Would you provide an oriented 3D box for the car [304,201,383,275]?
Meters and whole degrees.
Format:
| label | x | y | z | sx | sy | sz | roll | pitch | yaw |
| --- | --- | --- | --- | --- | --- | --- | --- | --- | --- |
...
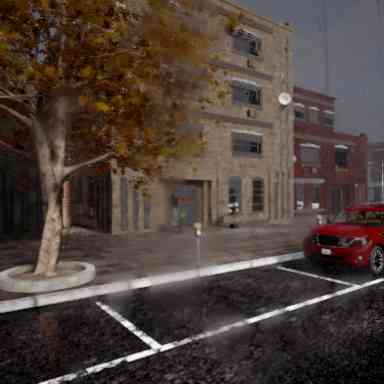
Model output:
| label | x | y | z | sx | sy | sz | roll | pitch | yaw |
| --- | --- | --- | --- | --- | --- | --- | --- | --- | --- |
| car | 5.763 | 1.343 | 10.678 | 5.009 | 1.841 | 2.192 | 0 | -1 | -35 |

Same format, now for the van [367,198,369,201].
| label | x | y | z | sx | sy | sz | roll | pitch | yaw |
| --- | --- | --- | --- | --- | --- | --- | --- | --- | --- |
| van | 28.021 | 1.854 | 56.793 | 1.690 | 1.788 | 3.998 | -1 | 0 | -36 |
